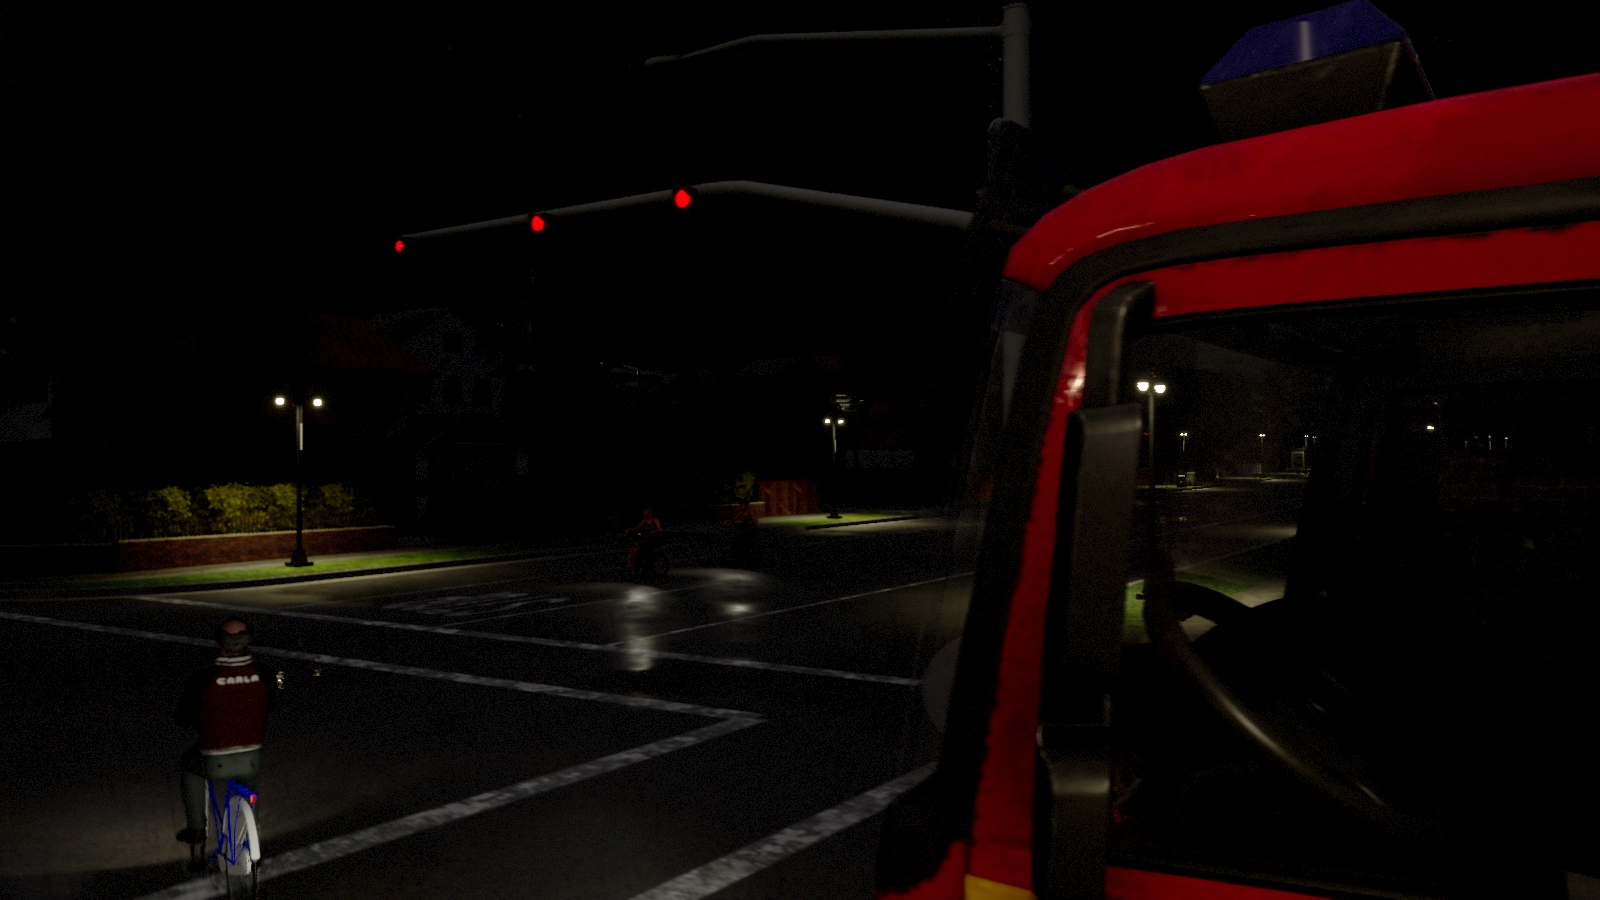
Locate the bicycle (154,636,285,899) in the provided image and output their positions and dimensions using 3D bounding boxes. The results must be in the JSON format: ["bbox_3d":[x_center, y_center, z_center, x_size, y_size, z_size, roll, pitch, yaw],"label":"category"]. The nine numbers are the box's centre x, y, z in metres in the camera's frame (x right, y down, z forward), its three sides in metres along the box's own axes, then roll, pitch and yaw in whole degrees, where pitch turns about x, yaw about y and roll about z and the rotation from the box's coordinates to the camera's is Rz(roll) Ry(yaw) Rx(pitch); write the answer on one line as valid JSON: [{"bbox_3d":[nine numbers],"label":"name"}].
[{"bbox_3d":[-3.680,2.050,7.177,0.329,1.496,1.835,2,-1,-39],"label":"bicycle"}]

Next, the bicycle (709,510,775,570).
[{"bbox_3d":[-1.396,2.149,27.594,0.859,1.301,1.487,0,0,34],"label":"bicycle"}]

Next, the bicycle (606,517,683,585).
[{"bbox_3d":[-3.331,2.149,24.621,0.859,1.301,1.487,0,0,35],"label":"bicycle"}]
